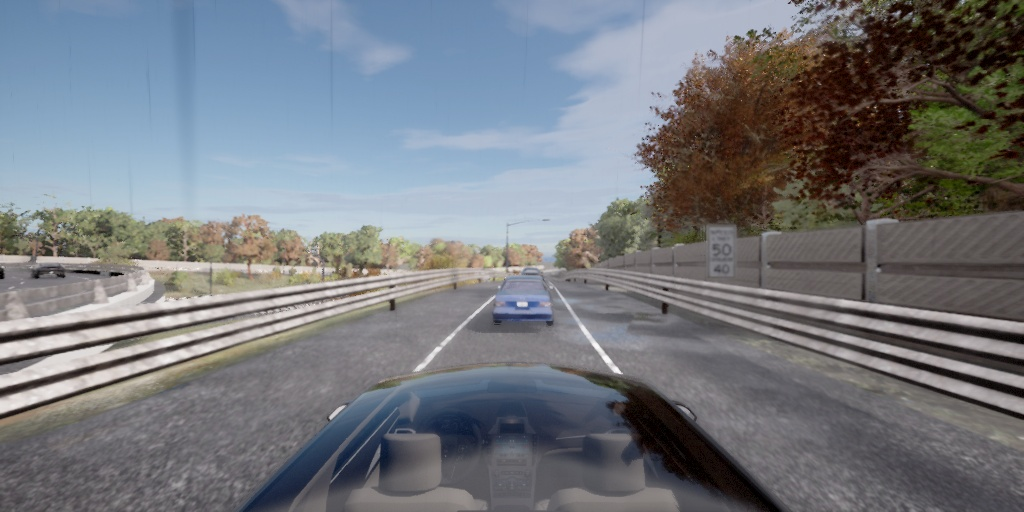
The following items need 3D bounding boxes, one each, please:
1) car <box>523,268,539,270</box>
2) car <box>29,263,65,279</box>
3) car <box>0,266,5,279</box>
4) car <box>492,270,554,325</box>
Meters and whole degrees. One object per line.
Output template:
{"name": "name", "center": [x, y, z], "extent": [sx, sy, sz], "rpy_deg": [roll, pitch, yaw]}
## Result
{"name": "car", "center": [1.472, 1.642, 27.893], "extent": [1.812, 1.442, 4.674], "rpy_deg": [0, -2, 4]}
{"name": "car", "center": [-46.356, 1.427, 35.831], "extent": [4.892, 1.490, 1.837], "rpy_deg": [-2, -1, 33]}
{"name": "car", "center": [-49.204, 1.388, 33.498], "extent": [5.008, 1.535, 1.882], "rpy_deg": [-1, -1, 32]}
{"name": "car", "center": [0.426, 1.363, 12.135], "extent": [2.033, 1.411, 5.357], "rpy_deg": [0, 0, 3]}
